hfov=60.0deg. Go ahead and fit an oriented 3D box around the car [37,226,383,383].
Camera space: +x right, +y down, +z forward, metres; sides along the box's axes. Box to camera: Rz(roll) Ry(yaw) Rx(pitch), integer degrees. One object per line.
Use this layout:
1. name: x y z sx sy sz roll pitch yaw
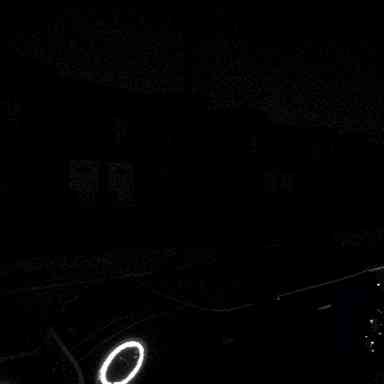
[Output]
1. car: 0.523 1.386 4.355 4.553 1.767 2.097 1 0 -35
